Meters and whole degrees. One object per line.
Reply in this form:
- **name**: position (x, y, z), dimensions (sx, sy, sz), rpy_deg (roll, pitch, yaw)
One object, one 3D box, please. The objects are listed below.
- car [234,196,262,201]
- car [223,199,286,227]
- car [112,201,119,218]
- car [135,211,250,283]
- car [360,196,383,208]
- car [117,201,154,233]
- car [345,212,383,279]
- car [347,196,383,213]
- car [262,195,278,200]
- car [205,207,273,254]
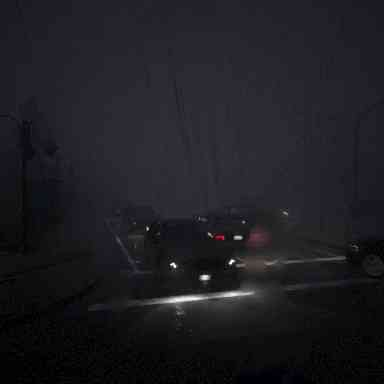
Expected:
- **car**: position (7.412, 1.288, 46.134), dimensions (2.007, 1.523, 4.514), rpy_deg (0, 0, -17)
- **car**: position (2.857, 1.467, 19.894), dimensions (5.357, 1.411, 2.033), rpy_deg (-3, 1, -15)
- **car**: position (-6.233, 1.515, 30.094), dimensions (2.033, 1.411, 5.357), rpy_deg (0, 0, -17)
- **car**: position (-0.371, 1.543, 10.098), dimensions (2.033, 1.411, 5.357), rpy_deg (0, 0, -15)
- **car**: position (23.953, 1.274, 43.138), dimensions (1.845, 1.501, 3.633), rpy_deg (0, 0, -17)
- **car**: position (-3.089, 1.529, 19.937), dimensions (2.033, 1.411, 5.357), rpy_deg (0, 0, -17)
- **car**: position (6.524, 1.475, 8.222), dimensions (5.008, 1.535, 1.882), rpy_deg (0, 0, 40)
- **car**: position (15.622, 1.356, 29.164), dimensions (1.970, 1.475, 3.806), rpy_deg (0, 0, -17)
- **car**: position (10.402, 1.278, 47.086), dimensions (2.152, 1.636, 5.027), rpy_deg (0, 0, -17)
- **car**: position (1.354, 1.538, 13.386), dimensions (2.033, 1.411, 5.357), rpy_deg (0, 0, -4)
